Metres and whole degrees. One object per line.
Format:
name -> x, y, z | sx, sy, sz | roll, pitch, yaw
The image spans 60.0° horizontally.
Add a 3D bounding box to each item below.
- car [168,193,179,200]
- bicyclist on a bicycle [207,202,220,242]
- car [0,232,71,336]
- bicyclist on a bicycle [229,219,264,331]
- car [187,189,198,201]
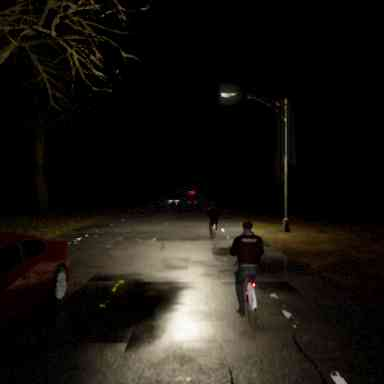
car -> -3.500, 0.825, 63.811 | 2.033, 1.411, 5.357 | 0, 2, 0
bicyclist on a bicycle -> 0.963, 1.315, 14.976 | 0.659, 1.776, 1.843 | 0, 1, 0
car -> -3.599, 1.467, 5.333 | 1.882, 1.535, 5.008 | 0, 0, 0
bicyclist on a bicycle -> 0.963, 1.357, 5.981 | 0.659, 1.776, 1.843 | 0, 1, 0
car -> 0.052, 0.801, 62.498 | 2.128, 1.511, 4.902 | 0, 1, 1
